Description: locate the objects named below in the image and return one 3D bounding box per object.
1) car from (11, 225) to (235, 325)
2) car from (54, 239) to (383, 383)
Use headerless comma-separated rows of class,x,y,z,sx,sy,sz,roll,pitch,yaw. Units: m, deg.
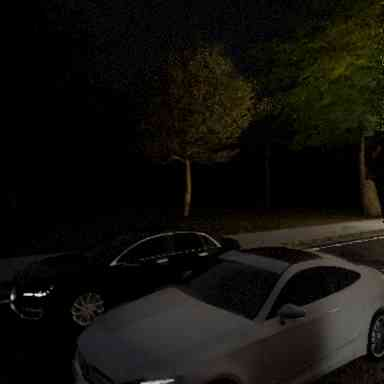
car,-1.015,1.499,6.958,4.892,1.490,1.837,0,0,-36
car,0.910,1.519,4.340,4.674,1.442,1.812,0,0,-36
